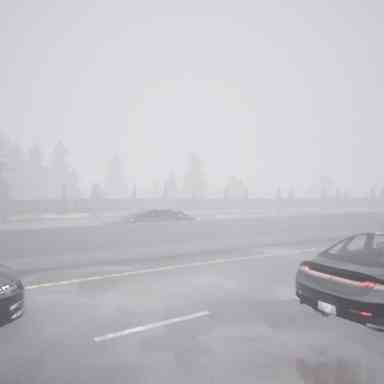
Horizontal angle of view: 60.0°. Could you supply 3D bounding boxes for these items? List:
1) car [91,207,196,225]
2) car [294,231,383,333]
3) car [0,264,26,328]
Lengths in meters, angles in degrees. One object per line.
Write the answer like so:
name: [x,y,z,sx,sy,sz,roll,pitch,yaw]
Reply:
car: [-2.069,1.437,14.872,4.892,1.490,1.837,0,0,-31]
car: [4.052,1.471,6.092,4.902,1.511,2.128,0,0,-31]
car: [-4.946,1.459,4.382,4.902,1.511,2.128,0,0,-36]
